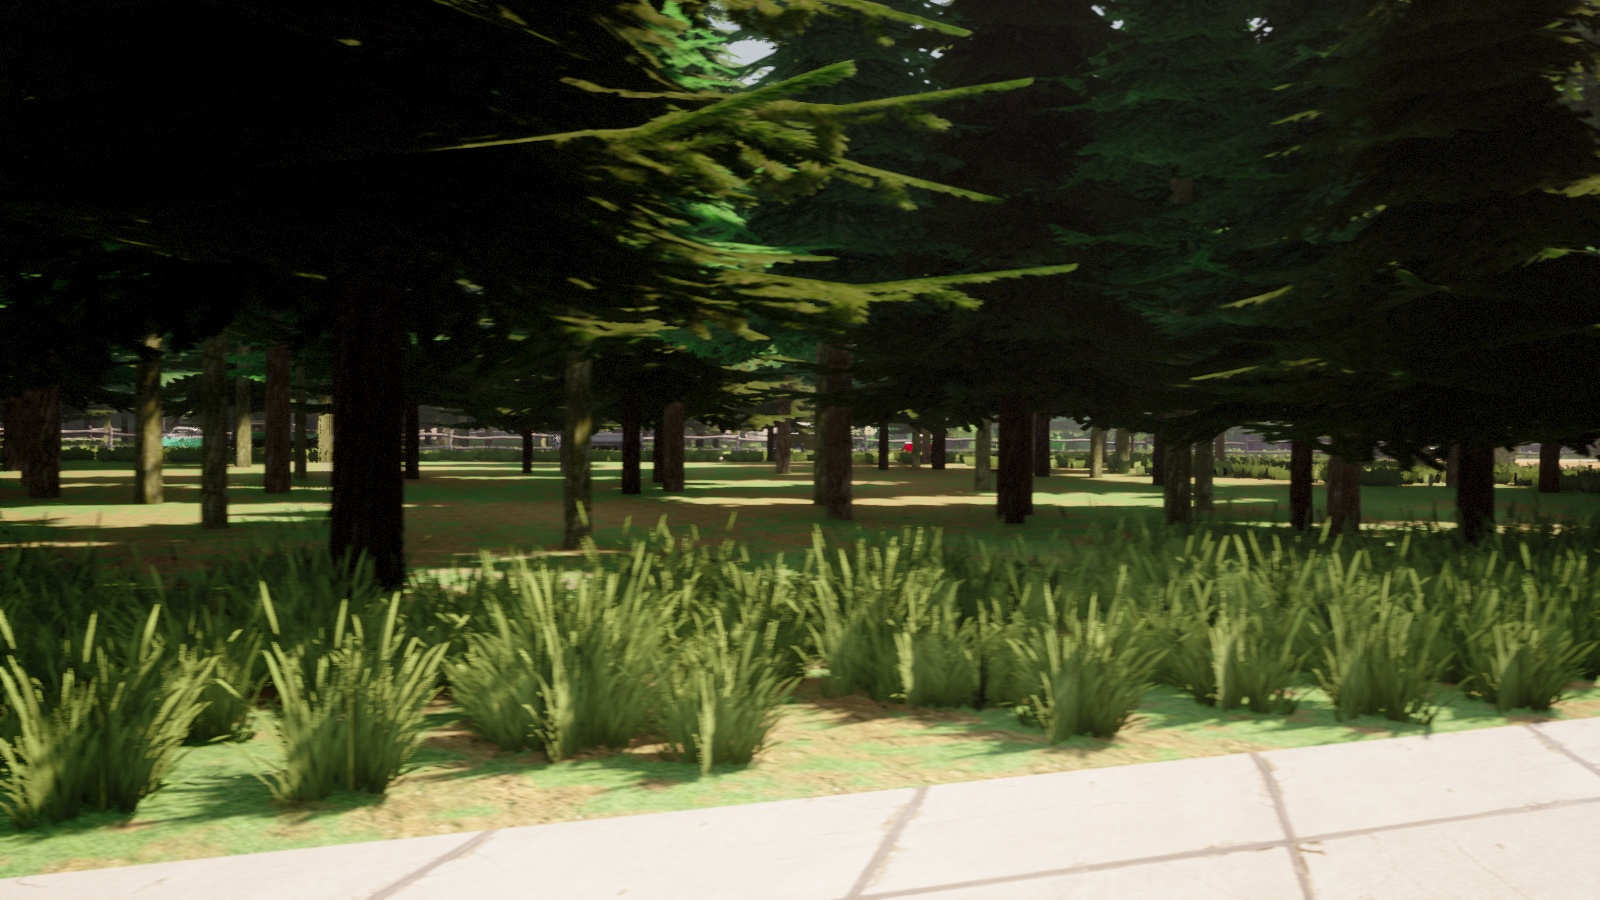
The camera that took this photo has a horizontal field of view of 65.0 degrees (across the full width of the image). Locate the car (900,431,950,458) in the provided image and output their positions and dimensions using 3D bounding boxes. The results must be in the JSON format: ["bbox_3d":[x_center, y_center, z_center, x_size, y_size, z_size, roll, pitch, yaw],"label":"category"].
[{"bbox_3d":[6.582,-0.303,66.328,2.207,1.376,1.481,-1,1,-19],"label":"car"}]

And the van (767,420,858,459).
[{"bbox_3d":[0.665,-0.598,67.952,4.480,2.038,2.069,-1,1,-20],"label":"van"}]

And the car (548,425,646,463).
[{"bbox_3d":[-10.319,-0.310,63.824,4.605,1.855,1.932,-1,1,-21],"label":"car"}]

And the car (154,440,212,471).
[{"bbox_3d":[-28.049,0.227,57.156,2.207,1.376,1.481,-1,1,-21],"label":"car"}]

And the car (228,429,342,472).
[{"bbox_3d":[-22.673,0.001,55.437,4.553,1.767,2.097,-1,1,-21],"label":"car"}]
